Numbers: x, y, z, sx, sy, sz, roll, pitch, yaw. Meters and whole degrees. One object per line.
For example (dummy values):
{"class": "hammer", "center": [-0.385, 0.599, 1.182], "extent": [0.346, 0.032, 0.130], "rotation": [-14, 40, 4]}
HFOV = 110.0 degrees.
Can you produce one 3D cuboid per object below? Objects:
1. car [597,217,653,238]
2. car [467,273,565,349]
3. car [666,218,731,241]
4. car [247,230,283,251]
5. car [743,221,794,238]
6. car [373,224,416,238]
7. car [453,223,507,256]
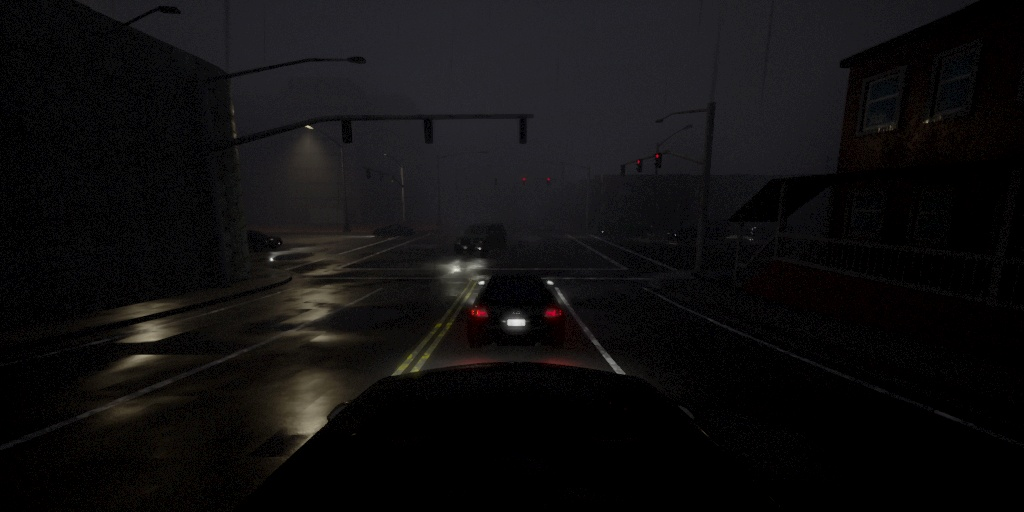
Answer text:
{"class": "car", "center": [11.772, -3.019, 37.366], "extent": [5.566, 2.045, 2.150], "rotation": [0, 8, 2]}
{"class": "car", "center": [0.097, 1.091, 8.682], "extent": [1.994, 1.385, 4.181], "rotation": [0, 3, 0]}
{"class": "car", "center": [17.550, -2.500, 33.811], "extent": [5.566, 2.045, 2.150], "rotation": [0, 8, 0]}
{"class": "car", "center": [-19.947, -1.185, 26.974], "extent": [4.892, 1.490, 1.837], "rotation": [0, 8, 1]}
{"class": "car", "center": [26.500, -2.876, 37.229], "extent": [4.553, 1.767, 2.097], "rotation": [0, 8, 1]}
{"class": "car", "center": [-12.267, -2.683, 37.526], "extent": [4.181, 1.385, 1.994], "rotation": [0, 8, 0]}
{"class": "car", "center": [-2.124, -1.277, 25.583], "extent": [2.150, 2.045, 5.566], "rotation": [2, 9, 19]}
